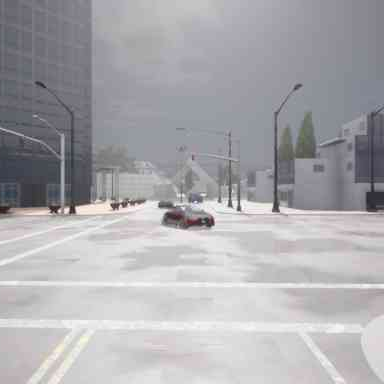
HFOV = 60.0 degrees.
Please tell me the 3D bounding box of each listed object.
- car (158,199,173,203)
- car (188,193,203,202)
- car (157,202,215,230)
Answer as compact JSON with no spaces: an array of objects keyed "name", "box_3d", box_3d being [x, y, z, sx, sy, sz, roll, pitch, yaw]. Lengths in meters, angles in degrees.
[{"name":"car","box_3d":[-3.614,1.600,45.515,1.895,1.301,4.718,0,0,0]},{"name":"car","box_3d":[0.708,1.221,67.382,2.150,2.045,5.566,0,0,12]},{"name":"car","box_3d":[-0.330,1.578,21.558,1.994,1.385,4.181,0,0,-31]}]
